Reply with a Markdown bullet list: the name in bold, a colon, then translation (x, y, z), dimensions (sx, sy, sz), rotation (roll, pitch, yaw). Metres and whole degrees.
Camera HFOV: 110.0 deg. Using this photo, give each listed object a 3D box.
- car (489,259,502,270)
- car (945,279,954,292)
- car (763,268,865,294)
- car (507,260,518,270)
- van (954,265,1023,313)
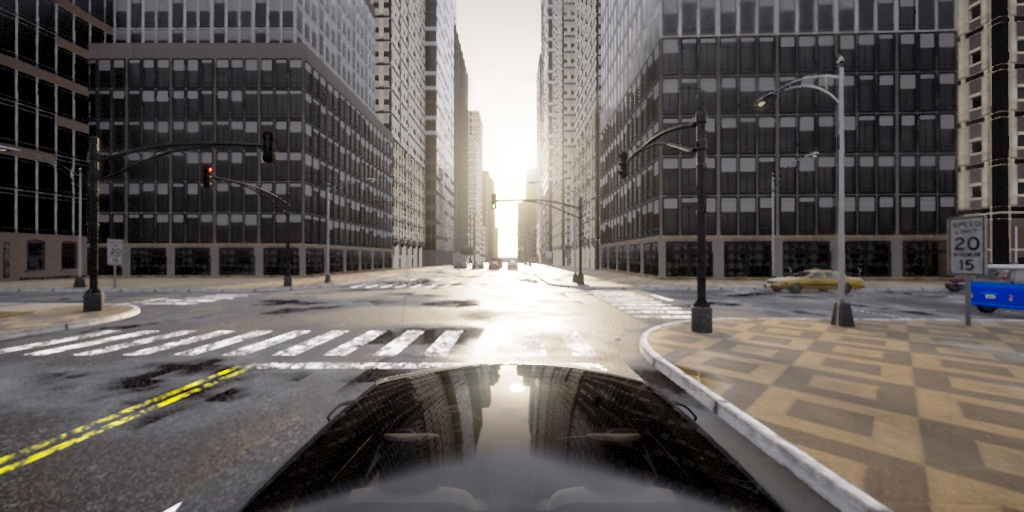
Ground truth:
- **car**: translation (-3.116, 1.694, 63.121), dimensions (1.812, 1.442, 4.674), rotation (0, 0, 0)
- **car**: translation (26.960, 1.449, 19.983), dimensions (4.207, 1.307, 1.802), rotation (0, 0, 2)
- **car**: translation (17.127, 1.388, 20.490), dimensions (4.829, 1.417, 1.751), rotation (0, 0, 2)
- **car**: translation (0.134, 1.716, 63.114), dimensions (2.033, 1.411, 5.357), rotation (0, 0, 0)
- **van**: translation (18.380, 1.173, 12.315), dimensions (3.998, 1.789, 1.690), rotation (0, 0, 2)
